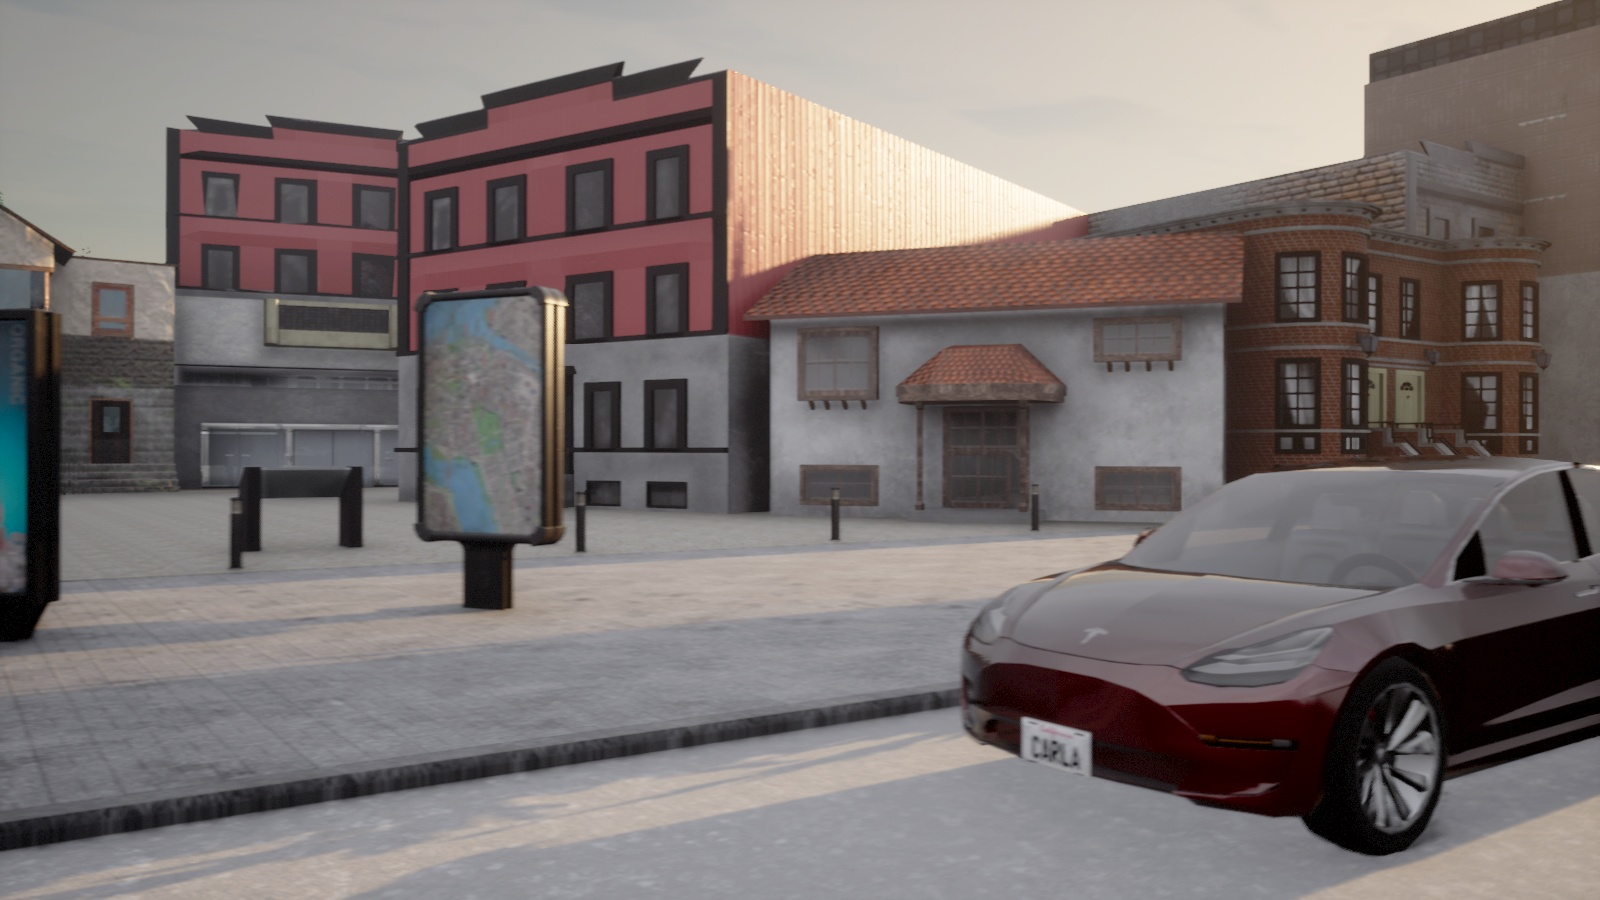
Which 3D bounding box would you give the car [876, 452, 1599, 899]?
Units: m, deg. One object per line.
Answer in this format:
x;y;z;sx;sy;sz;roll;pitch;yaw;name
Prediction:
2.938;0.754;6.313;4.792;1.488;2.163;0;0;-35;car
